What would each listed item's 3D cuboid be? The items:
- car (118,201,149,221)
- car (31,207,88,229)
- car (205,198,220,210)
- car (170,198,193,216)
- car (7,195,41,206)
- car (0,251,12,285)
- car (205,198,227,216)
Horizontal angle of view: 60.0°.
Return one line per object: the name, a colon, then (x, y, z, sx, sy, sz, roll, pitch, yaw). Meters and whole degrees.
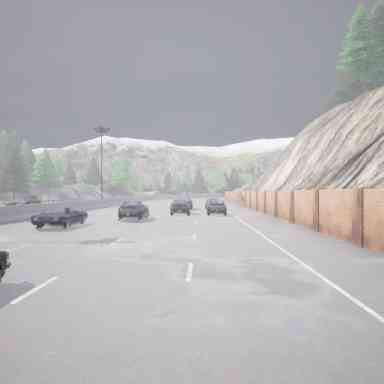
car: (-4.756, 1.492, 27.452, 2.128, 1.511, 4.902, 0, 0, 1)
car: (-8.405, 1.601, 21.610, 1.895, 1.301, 4.718, 0, 0, 1)
car: (2.642, 1.525, 43.256, 1.812, 1.442, 4.674, 0, 0, 1)
car: (-1.115, 1.505, 33.045, 1.837, 1.490, 4.892, 0, 0, 1)
car: (-18.619, 1.073, 36.980, 2.097, 1.767, 4.553, 0, 0, 1)
car: (-5.303, 1.601, 5.851, 1.895, 1.301, 4.718, 0, 0, 1)
car: (2.381, 1.491, 32.811, 2.128, 1.511, 4.902, 0, 0, 1)
